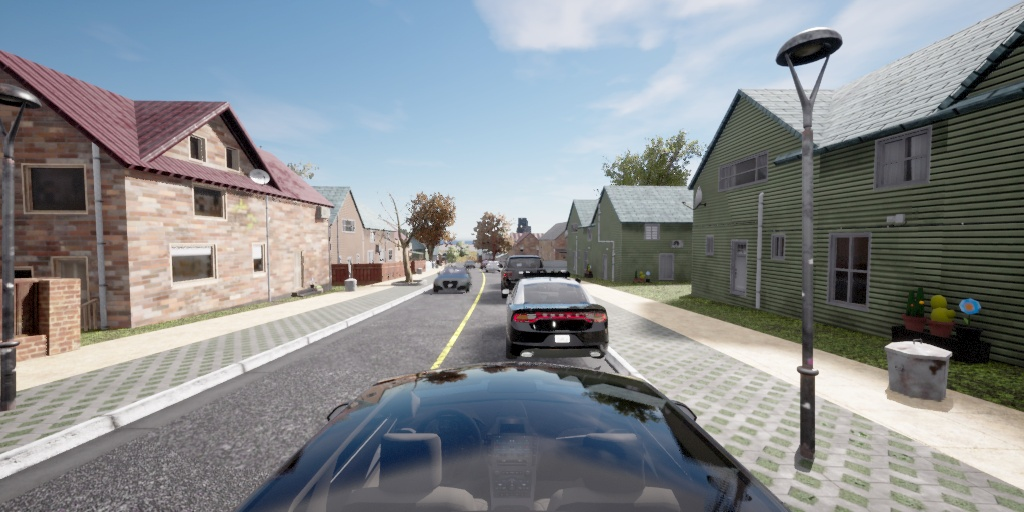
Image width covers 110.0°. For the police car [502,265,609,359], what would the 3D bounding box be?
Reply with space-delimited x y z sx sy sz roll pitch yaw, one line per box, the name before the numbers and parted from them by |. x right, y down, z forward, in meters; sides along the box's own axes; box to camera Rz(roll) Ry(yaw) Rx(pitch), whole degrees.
police car | 0.799 1.174 8.547 1.930 1.638 5.238 0 0 -1

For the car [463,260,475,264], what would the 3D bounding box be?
car | -7.217 1.505 61.103 1.837 1.490 4.892 0 0 -9

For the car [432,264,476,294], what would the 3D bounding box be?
car | -3.297 1.342 20.632 1.994 1.385 4.181 0 0 -3

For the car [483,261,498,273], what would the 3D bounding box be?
car | -2.540 1.410 47.603 1.812 1.442 4.674 0 0 -6

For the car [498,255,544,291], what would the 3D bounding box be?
car | 0.520 0.987 18.528 2.150 2.045 5.566 0 0 -2

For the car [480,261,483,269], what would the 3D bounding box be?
car | -4.421 1.508 61.482 1.812 1.442 4.674 0 0 -9
